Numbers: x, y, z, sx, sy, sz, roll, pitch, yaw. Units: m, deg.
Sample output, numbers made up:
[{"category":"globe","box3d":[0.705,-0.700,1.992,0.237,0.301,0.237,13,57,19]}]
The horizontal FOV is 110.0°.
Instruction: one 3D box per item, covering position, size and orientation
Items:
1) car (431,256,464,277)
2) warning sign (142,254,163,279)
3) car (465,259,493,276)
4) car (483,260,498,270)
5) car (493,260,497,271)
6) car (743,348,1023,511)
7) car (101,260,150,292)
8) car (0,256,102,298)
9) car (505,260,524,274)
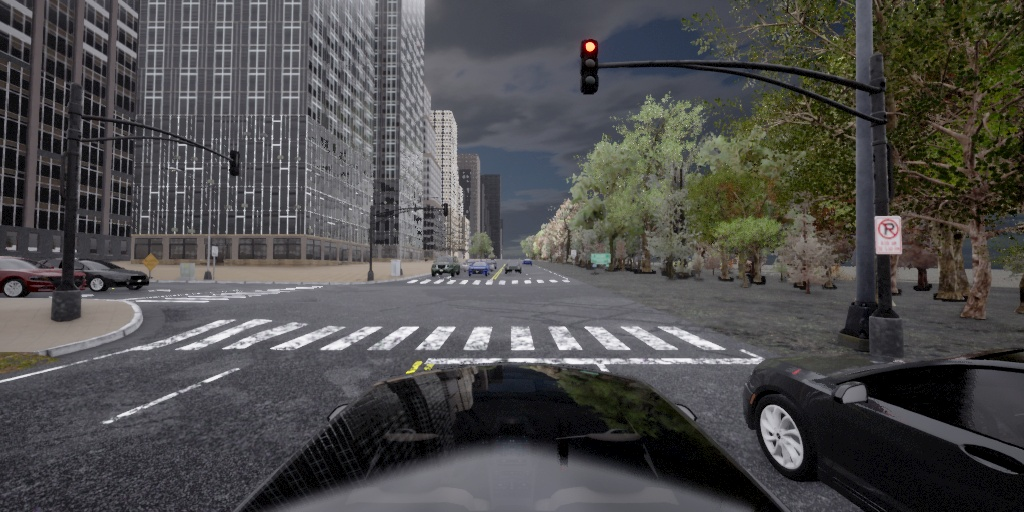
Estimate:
[{"category":"car","box3d":[-6.595,0.995,36.238,2.150,2.045,5.566,0,0,0]},{"category":"warning sign","box3d":[-26.156,0.734,25.896,1.060,1.860,1.300,0,0,-4]},{"category":"car","box3d":[-3.339,1.252,37.094,1.882,1.535,5.008,0,0,0]},{"category":"car","box3d":[-3.334,1.335,56.633,2.033,1.411,5.357,0,0,0]},{"category":"car","box3d":[-3.342,1.381,46.419,1.895,1.301,4.718,0,0,0]},{"category":"car","box3d":[3.348,1.248,1.803,1.837,1.490,4.892,-1,0,0]},{"category":"car","box3d":[-20.053,0.881,16.826,4.892,1.490,1.837,1,-2,-4]},{"category":"car","box3d":[-19.372,0.746,13.611,5.008,1.535,1.882,1,-2,-3]},{"category":"car","box3d":[0.124,1.379,42.577,1.895,1.301,4.718,0,0,0]}]
